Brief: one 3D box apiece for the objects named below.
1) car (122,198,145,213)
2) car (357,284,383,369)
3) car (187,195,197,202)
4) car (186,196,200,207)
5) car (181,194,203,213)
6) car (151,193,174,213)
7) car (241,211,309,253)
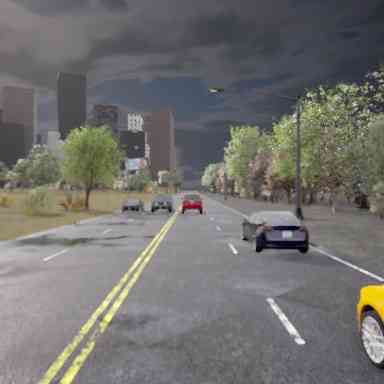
[{"bbox_3d":[-6.501,1.458,37.150,1.882,1.535,5.008,0,0,0],"label":"car"},{"bbox_3d":[3.251,1.472,2.690,1.882,1.535,5.008,0,0,0],"label":"car"},{"bbox_3d":[0.007,1.417,73.613,2.128,1.511,4.902,0,0,0],"label":"car"},{"bbox_3d":[0.106,1.443,51.768,2.128,1.511,4.902,0,0,0],"label":"car"},{"bbox_3d":[0.013,1.200,36.207,2.150,2.045,5.566,0,0,0],"label":"car"},{"bbox_3d":[-3.248,1.183,37.342,2.150,2.045,5.566,0,0,0],"label":"car"},{"bbox_3d":[3.253,1.500,13.723,2.163,1.488,4.792,0,0,0],"label":"car"}]
